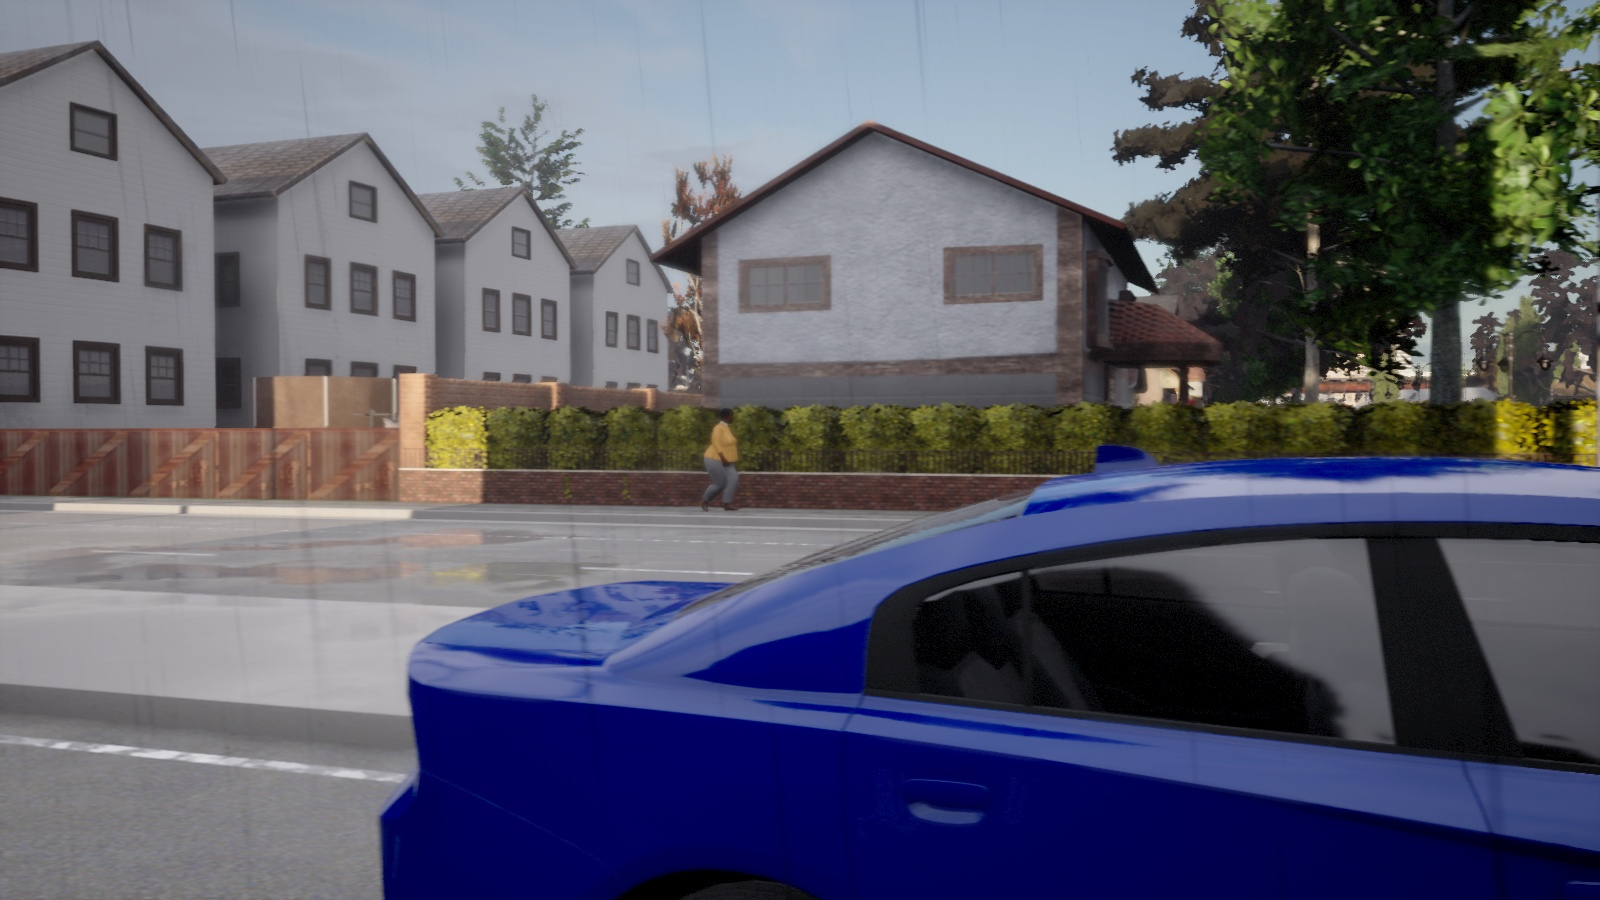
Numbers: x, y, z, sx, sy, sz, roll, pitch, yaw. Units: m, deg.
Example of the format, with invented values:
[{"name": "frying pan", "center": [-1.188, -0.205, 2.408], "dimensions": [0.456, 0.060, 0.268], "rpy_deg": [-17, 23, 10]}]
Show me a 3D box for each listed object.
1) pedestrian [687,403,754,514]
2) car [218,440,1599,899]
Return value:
[{"name": "pedestrian", "center": [-1.363, 0.133, 21.704], "dimensions": [0.900, 1.855, 0.874], "rpy_deg": [0, 1, 18]}, {"name": "car", "center": [1.464, 0.767, 2.701], "dimensions": [5.008, 1.535, 1.882], "rpy_deg": [0, 1, 19]}]
